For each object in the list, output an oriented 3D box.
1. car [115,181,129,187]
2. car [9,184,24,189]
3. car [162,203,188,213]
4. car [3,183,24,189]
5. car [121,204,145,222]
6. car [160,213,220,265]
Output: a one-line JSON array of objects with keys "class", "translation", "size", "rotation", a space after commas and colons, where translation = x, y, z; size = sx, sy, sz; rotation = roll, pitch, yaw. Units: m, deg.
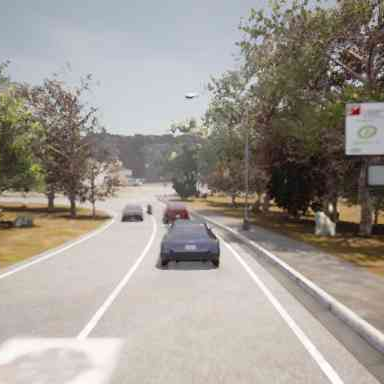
[{"class": "car", "translation": [-20.727, -2.278, 92.754], "size": [4.553, 1.767, 2.097], "rotation": [1, 4, 16]}, {"class": "car", "translation": [-42.356, -1.396, 82.168], "size": [2.033, 1.411, 5.357], "rotation": [1, 4, 19]}, {"class": "car", "translation": [-1.455, 1.695, 28.209], "size": [1.882, 1.535, 5.008], "rotation": [-1, 1, -8]}, {"class": "car", "translation": [-45.103, -1.514, 84.042], "size": [1.994, 1.385, 4.181], "rotation": [2, 4, 24]}, {"class": "car", "translation": [-5.277, 1.785, 29.925], "size": [2.033, 1.411, 5.357], "rotation": [-1, 1, -9]}, {"class": "car", "translation": [-0.093, 1.683, 12.211], "size": [1.994, 1.385, 4.181], "rotation": [0, 0, -1]}]
